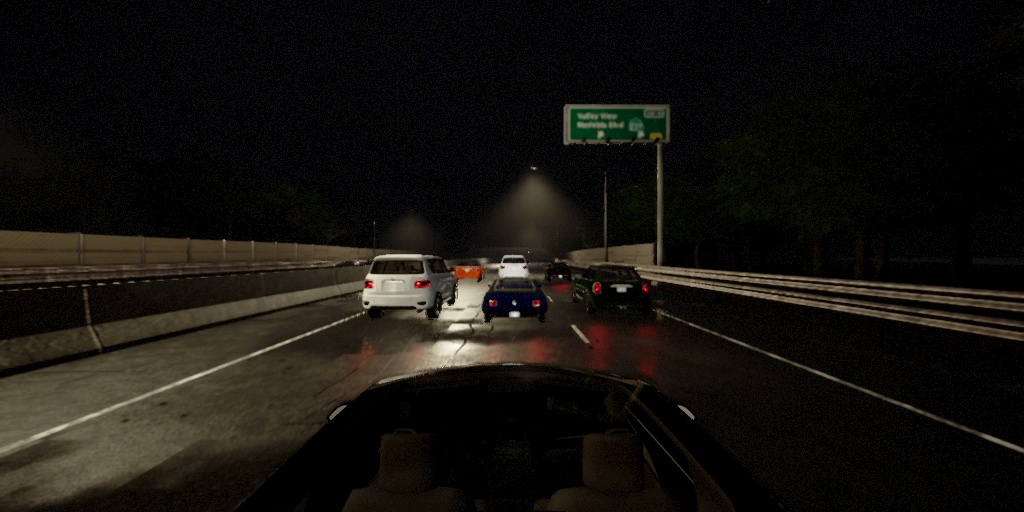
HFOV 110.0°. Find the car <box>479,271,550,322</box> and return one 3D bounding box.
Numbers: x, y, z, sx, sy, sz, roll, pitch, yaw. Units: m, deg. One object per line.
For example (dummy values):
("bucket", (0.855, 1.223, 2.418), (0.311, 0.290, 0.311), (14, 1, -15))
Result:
("car", (0.091, 1.360, 12.304), (1.895, 1.301, 4.718), (0, 0, 0))

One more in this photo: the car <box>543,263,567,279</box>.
("car", (3.657, 1.266, 29.286), (1.837, 1.490, 4.892), (0, 0, 0))

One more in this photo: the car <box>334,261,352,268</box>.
("car", (-20.887, 1.305, 46.288), (2.033, 1.411, 5.357), (0, 0, 1))

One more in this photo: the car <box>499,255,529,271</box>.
("car", (0.149, 0.981, 28.214), (2.150, 2.045, 5.566), (0, 0, 1))

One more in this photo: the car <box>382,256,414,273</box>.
("car", (-13.920, 0.980, 44.076), (2.150, 2.045, 5.566), (0, 0, 1))

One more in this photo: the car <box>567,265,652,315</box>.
("car", (3.595, 1.113, 13.781), (2.097, 1.767, 4.553), (0, 0, 1))

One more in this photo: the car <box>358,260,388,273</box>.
("car", (-17.405, 1.262, 45.072), (1.837, 1.490, 4.892), (0, 0, 1))

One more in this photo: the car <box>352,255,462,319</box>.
("car", (-3.404, 0.980, 12.985), (2.150, 2.045, 5.566), (0, 0, 0))

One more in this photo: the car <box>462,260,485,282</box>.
("car", (-3.346, 1.112, 28.928), (2.097, 1.767, 4.553), (0, 0, 1))
